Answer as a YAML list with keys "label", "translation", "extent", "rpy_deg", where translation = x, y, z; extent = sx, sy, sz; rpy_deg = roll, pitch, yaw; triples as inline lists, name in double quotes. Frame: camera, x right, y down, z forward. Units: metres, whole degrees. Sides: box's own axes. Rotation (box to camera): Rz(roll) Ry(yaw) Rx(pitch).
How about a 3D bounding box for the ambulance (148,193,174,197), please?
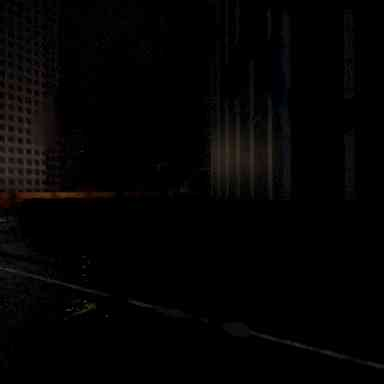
- label: "ambulance"
  translation: [-5.613, 1.323, 54.256]
  extent: [2.351, 2.431, 6.366]
  rpy_deg: [0, 0, 35]
